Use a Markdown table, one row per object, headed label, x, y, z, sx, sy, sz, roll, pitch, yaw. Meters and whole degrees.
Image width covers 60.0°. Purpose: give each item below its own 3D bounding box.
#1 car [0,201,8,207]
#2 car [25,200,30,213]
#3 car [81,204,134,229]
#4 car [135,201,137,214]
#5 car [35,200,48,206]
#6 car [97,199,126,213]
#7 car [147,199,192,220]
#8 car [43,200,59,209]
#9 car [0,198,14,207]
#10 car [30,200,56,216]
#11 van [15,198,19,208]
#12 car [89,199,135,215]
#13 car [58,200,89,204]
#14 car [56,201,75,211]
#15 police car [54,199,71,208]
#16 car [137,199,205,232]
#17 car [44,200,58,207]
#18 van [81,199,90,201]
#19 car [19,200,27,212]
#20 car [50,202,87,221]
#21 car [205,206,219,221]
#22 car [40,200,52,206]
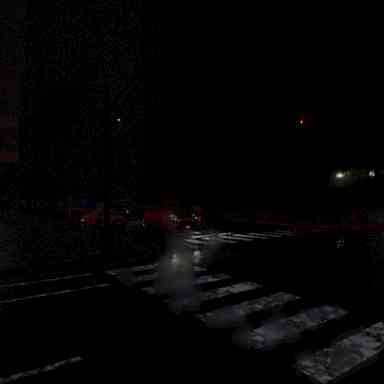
| label | x | y | z | sx | sy | sz | roll | pitch | yaw |
| --- | --- | --- | --- | --- | --- | --- | --- | --- | --- |
| car | -44.427 | 2.770 | 78.028 | 1.802 | 1.307 | 4.206 | -1 | 0 | -35 |
| car | -20.555 | 2.195 | 44.411 | 1.887 | 1.381 | 4.507 | -1 | 0 | -35 |
| car | -6.313 | 1.842 | 24.354 | 1.752 | 1.417 | 4.829 | -1 | 0 | -35 |
| car | -5.332 | 2.003 | 37.723 | 1.802 | 1.307 | 4.206 | -1 | 0 | -35 |
| car | -37.780 | 2.708 | 83.392 | 2.008 | 1.369 | 4.403 | -1 | 0 | -35 |
| car | -11.219 | 1.874 | 46.026 | 2.192 | 1.841 | 5.009 | -1 | 0 | -35 |
| car | -2.398 | 1.667 | 33.573 | 2.192 | 1.841 | 5.009 | -1 | 0 | -35 |
| car | -26.910 | 2.386 | 63.501 | 1.837 | 1.490 | 4.892 | 0 | -1 | -35 |
| car | -41.315 | 2.665 | 73.644 | 1.887 | 1.381 | 4.507 | -1 | 0 | -35 |
| car | -17.731 | 1.900 | 40.427 | 2.192 | 1.841 | 5.009 | -1 | 0 | -35 |
| van | -26.217 | 2.122 | 52.378 | 1.690 | 1.788 | 3.998 | -1 | 0 | -35 |
| car | -7.407 | 1.735 | 30.513 | 2.097 | 1.767 | 4.553 | 0 | -1 | -35 |
| car | -14.745 | 2.045 | 40.874 | 2.128 | 1.511 | 4.902 | 0 | 0 | -35 |
| car | -21.156 | 2.313 | 55.390 | 1.994 | 1.385 | 4.181 | 0 | -1 | -35 |
| police car | -25.483 | 2.306 | 65.406 | 1.930 | 1.638 | 5.238 | 0 | -1 | -35 |
| car | -1.515 | 1.595 | 22.150 | 2.097 | 1.767 | 4.553 | 0 | -1 | -34 |
| car | -31.756 | 2.593 | 74.909 | 1.947 | 1.339 | 4.313 | -1 | 0 | -35 |
| van | -17.100 | 2.036 | 54.328 | 1.690 | 1.788 | 3.998 | -1 | 0 | -35 |
| car | -23.386 | 2.156 | 48.394 | 1.967 | 1.590 | 4.097 | -1 | 0 | -35 |
| car | -12.068 | 2.003 | 32.460 | 2.008 | 1.369 | 4.403 | -1 | 0 | -35 |
| car | 0.548 | 1.827 | 29.421 | 1.887 | 1.381 | 4.507 | -1 | 0 | -35 |
| car | -34.769 | 2.659 | 79.151 | 1.947 | 1.339 | 4.313 | -1 | 0 | -35 |
